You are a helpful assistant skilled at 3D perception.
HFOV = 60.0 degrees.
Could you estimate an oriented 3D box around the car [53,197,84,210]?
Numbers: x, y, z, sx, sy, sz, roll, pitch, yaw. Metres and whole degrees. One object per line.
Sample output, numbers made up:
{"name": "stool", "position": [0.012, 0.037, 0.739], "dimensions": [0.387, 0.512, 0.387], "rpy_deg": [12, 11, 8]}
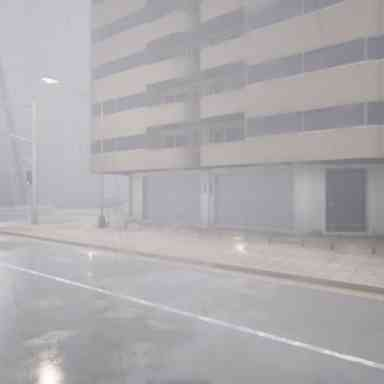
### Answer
{"name": "car", "position": [-15.122, 1.439, 42.253], "dimensions": [1.837, 1.490, 4.892], "rpy_deg": [0, 0, 37]}

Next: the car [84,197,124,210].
{"name": "car", "position": [-10.799, 1.445, 42.207], "dimensions": [1.837, 1.490, 4.892], "rpy_deg": [0, 0, 37]}
